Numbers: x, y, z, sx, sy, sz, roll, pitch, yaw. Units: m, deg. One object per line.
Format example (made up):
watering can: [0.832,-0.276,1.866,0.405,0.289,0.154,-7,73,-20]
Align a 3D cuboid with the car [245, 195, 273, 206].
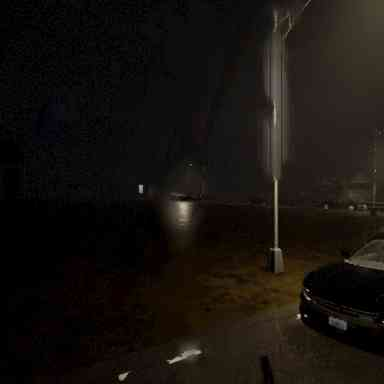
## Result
car: [9.511,1.155,45.933,1.837,1.490,4.892,2,-1,-35]

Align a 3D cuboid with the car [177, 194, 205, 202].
car: [-0.213,1.102,59.729,1.895,1.301,4.718,2,-1,-35]

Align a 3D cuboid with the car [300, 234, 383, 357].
car: [3.982,1.484,5.891,5.008,1.535,1.882,0,0,-35]

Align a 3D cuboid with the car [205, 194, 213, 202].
car: [2.039,1.098,62.698,1.837,1.490,4.892,2,-1,-35]

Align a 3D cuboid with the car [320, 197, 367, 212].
car: [16.421,1.292,36.173,1.837,1.490,4.892,2,0,-35]

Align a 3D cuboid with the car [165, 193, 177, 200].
car: [-4.001,0.954,71.225,1.895,1.301,4.718,2,-1,-35]
